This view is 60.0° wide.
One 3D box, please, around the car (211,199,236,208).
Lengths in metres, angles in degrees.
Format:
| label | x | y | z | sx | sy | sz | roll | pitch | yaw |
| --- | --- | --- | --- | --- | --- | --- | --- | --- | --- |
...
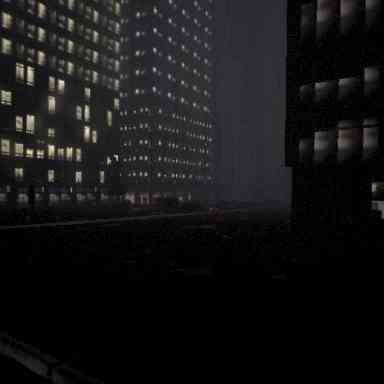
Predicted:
| label | x | y | z | sx | sy | sz | roll | pitch | yaw |
| --- | --- | --- | --- | --- | --- | --- | --- | --- | --- |
| car | 5.336 | 2.078 | 60.223 | 2.128 | 1.511 | 4.902 | 1 | 0 | 35 |

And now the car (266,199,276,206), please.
| label | x | y | z | sx | sy | sz | roll | pitch | yaw |
| --- | --- | --- | --- | --- | --- | --- | --- | --- | --- |
| car | 15.633 | 2.204 | 70.344 | 1.967 | 1.590 | 4.097 | 0 | 0 | 35 |

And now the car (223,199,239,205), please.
| label | x | y | z | sx | sy | sz | roll | pitch | yaw |
| --- | --- | --- | --- | --- | --- | --- | --- | --- | --- |
| car | 8.751 | 2.207 | 75.127 | 1.802 | 1.307 | 4.206 | 0 | 0 | 35 |

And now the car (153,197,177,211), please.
| label | x | y | z | sx | sy | sz | roll | pitch | yaw |
| --- | --- | --- | --- | --- | --- | --- | --- | --- | --- |
| car | -3.201 | 1.694 | 47.928 | 2.150 | 2.045 | 5.566 | 1 | 0 | 35 |

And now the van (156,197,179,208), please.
| label | x | y | z | sx | sy | sz | roll | pitch | yaw |
| --- | --- | --- | --- | --- | --- | --- | --- | --- | --- |
| van | -4.121 | 1.746 | 56.597 | 1.690 | 1.788 | 3.998 | 0 | 0 | 35 |

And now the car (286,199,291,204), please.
| label | x | y | z | sx | sy | sz | roll | pitch | yaw |
| --- | --- | --- | --- | --- | --- | --- | --- | --- | --- |
| car | 25.746 | 2.411 | 85.467 | 1.882 | 1.535 | 5.008 | 1 | 0 | 35 |

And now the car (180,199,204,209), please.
| label | x | y | z | sx | sy | sz | roll | pitch | yaw |
| --- | --- | --- | --- | --- | --- | --- | --- | --- | --- |
| car | 0.019 | 2.044 | 57.829 | 1.812 | 1.442 | 4.674 | 1 | 0 | 35 |

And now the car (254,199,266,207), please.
| label | x | y | z | sx | sy | sz | roll | pitch | yaw |
| --- | --- | --- | --- | --- | --- | --- | --- | --- | --- |
| car | 12.412 | 2.291 | 65.710 | 1.802 | 1.307 | 4.206 | 0 | 0 | 35 |

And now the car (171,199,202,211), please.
| label | x | y | z | sx | sy | sz | roll | pitch | yaw |
| --- | --- | --- | --- | --- | --- | --- | --- | --- | --- |
| car | -0.464 | 2.055 | 47.174 | 1.947 | 1.339 | 4.313 | 0 | 0 | 35 |

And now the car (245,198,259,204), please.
| label | x | y | z | sx | sy | sz | roll | pitch | yaw |
| --- | --- | --- | --- | --- | --- | --- | --- | --- | --- |
| car | 15.187 | 2.300 | 84.392 | 1.947 | 1.339 | 4.313 | 0 | 0 | 35 |

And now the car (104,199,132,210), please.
| label | x | y | z | sx | sy | sz | roll | pitch | yaw |
| --- | --- | --- | --- | --- | --- | --- | --- | --- | --- |
| car | -10.558 | 1.734 | 47.330 | 1.967 | 1.590 | 4.097 | 0 | 0 | 35 |

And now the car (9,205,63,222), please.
| label | x | y | z | sx | sy | sz | roll | pitch | yaw |
| --- | --- | --- | --- | --- | --- | --- | --- | --- | --- |
| car | -13.234 | 1.818 | 28.566 | 2.008 | 1.369 | 4.403 | 0 | 0 | 35 |

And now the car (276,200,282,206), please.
| label | x | y | z | sx | sy | sz | roll | pitch | yaw |
| --- | --- | --- | --- | --- | --- | --- | --- | --- | --- |
| car | 18.851 | 2.384 | 74.978 | 1.947 | 1.339 | 4.313 | 0 | 0 | 35 |

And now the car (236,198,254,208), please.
| label | x | y | z | sx | sy | sz | roll | pitch | yaw |
| --- | --- | --- | --- | --- | --- | --- | --- | --- | --- |
| car | 9.193 | 2.220 | 61.076 | 1.947 | 1.339 | 4.313 | 0 | 0 | 35 |
